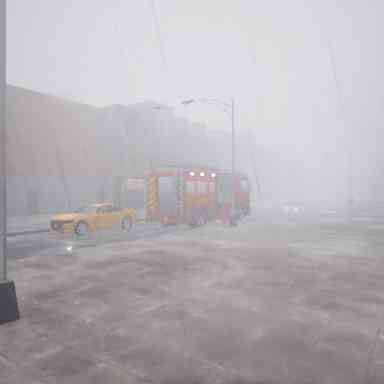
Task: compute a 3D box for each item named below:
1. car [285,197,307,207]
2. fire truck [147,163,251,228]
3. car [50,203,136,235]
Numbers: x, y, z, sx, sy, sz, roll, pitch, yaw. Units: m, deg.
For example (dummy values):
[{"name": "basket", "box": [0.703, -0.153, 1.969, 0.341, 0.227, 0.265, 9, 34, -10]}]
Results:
[{"name": "car", "box": [14.498, 1.316, 46.310, 1.994, 1.385, 4.181, 0, 0, 35]}, {"name": "fire truck", "box": [0.843, 0.205, 22.113, 2.891, 3.827, 8.468, 0, 0, 35]}, {"name": "car", "box": [-5.287, 1.381, 18.376, 1.882, 1.535, 5.008, 0, 1, 35]}]
